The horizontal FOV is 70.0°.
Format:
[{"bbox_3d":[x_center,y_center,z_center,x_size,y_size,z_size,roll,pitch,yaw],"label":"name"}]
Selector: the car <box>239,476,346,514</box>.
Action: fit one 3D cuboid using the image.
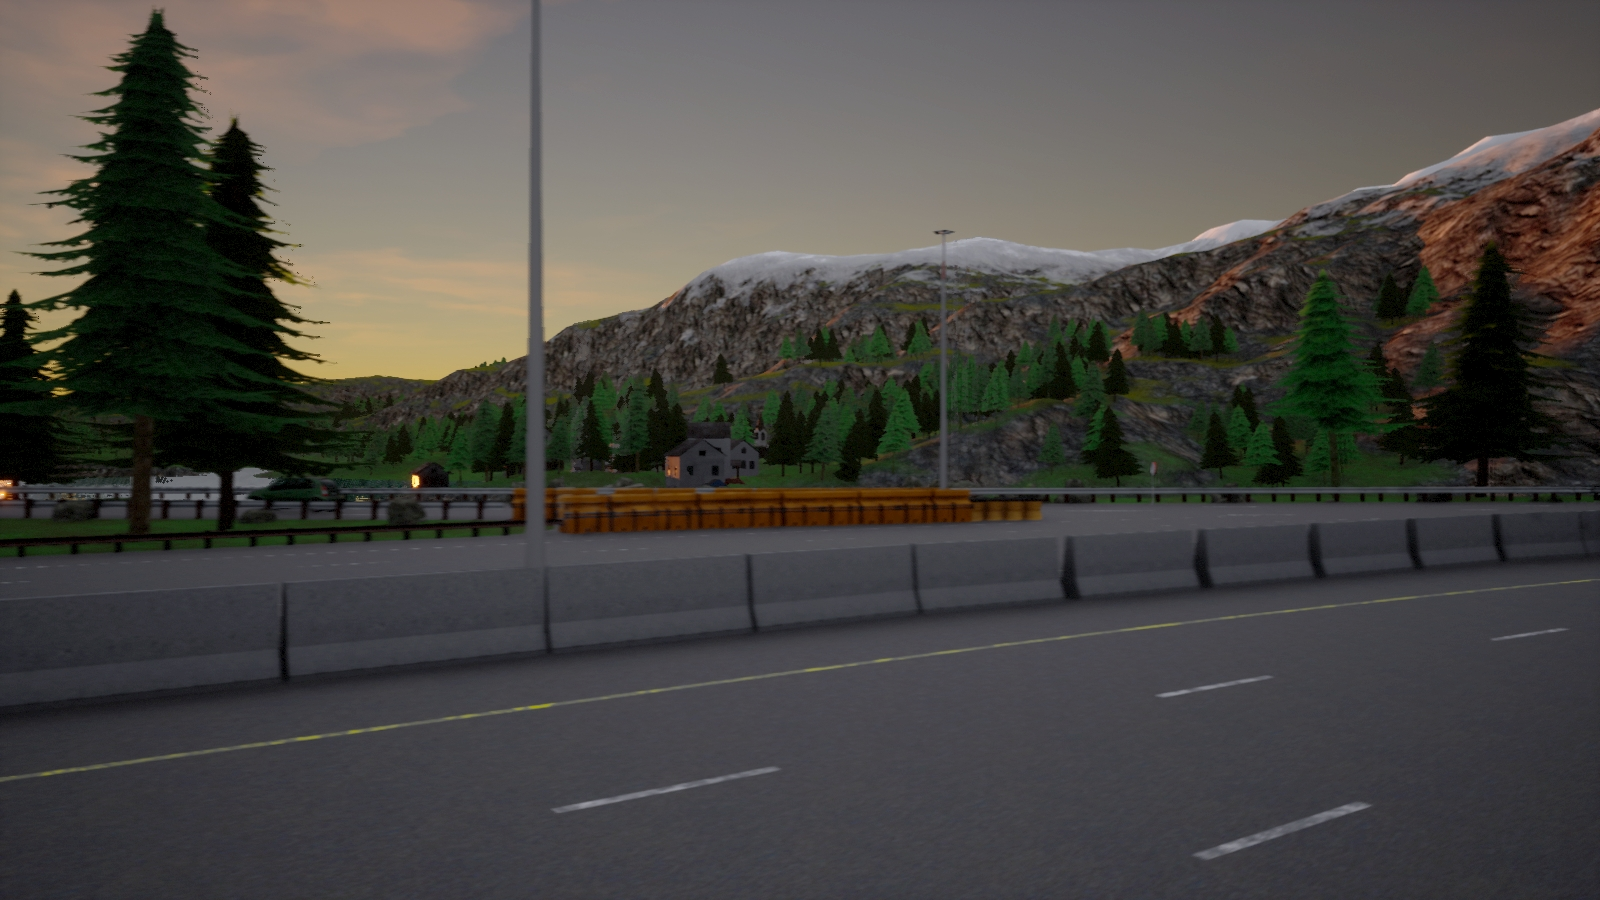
[{"bbox_3d":[-22.837,2.003,51.505,3.988,1.617,1.851,0,0,3],"label":"car"}]
